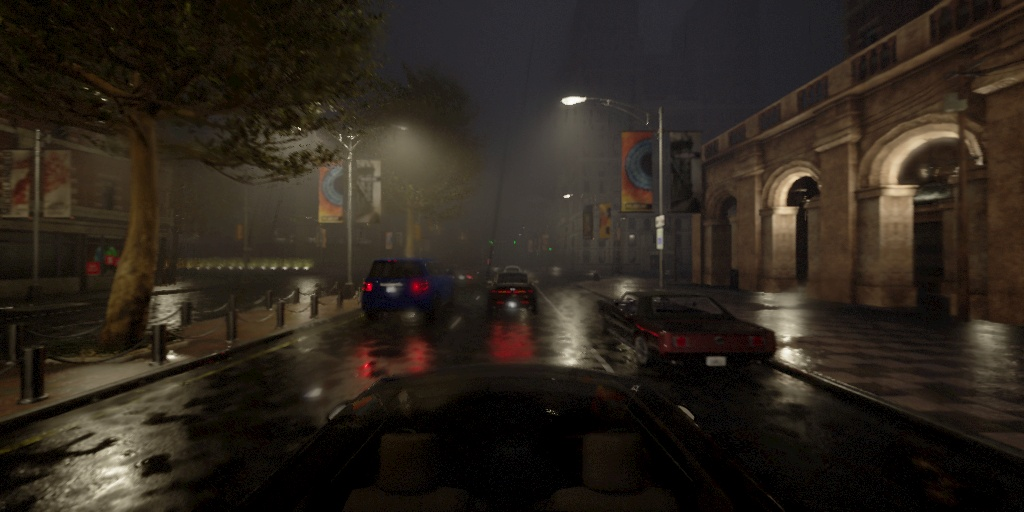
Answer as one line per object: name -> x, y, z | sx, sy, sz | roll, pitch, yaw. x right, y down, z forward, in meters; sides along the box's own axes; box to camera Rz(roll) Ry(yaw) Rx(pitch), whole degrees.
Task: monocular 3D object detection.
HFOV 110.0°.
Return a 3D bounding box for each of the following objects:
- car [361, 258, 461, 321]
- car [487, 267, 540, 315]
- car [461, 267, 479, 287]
car -> -3.470, 1.079, 13.069 | 2.150, 2.045, 5.566 | 0, 0, 0
car -> 0.043, 1.373, 14.258 | 1.837, 1.490, 4.892 | 0, 0, 1
car -> -3.566, 1.534, 27.053 | 2.033, 1.411, 5.357 | 0, -1, -2
